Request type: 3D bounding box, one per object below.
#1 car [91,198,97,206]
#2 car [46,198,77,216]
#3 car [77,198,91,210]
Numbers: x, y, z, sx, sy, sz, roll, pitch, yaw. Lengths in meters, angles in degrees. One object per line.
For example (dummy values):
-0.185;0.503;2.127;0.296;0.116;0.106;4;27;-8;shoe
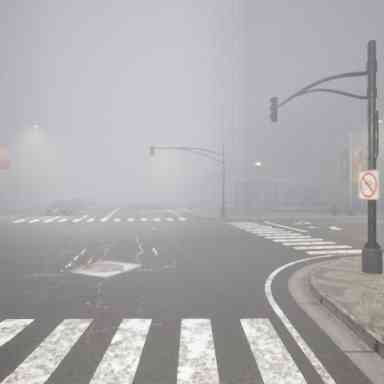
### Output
-16.486;1.597;53.647;1.994;1.385;4.181;0;0;-9;car
-13.216;1.540;33.473;1.812;1.442;4.674;0;0;-10;car
-14.808;1.500;43.305;1.882;1.535;5.008;0;0;-9;car
